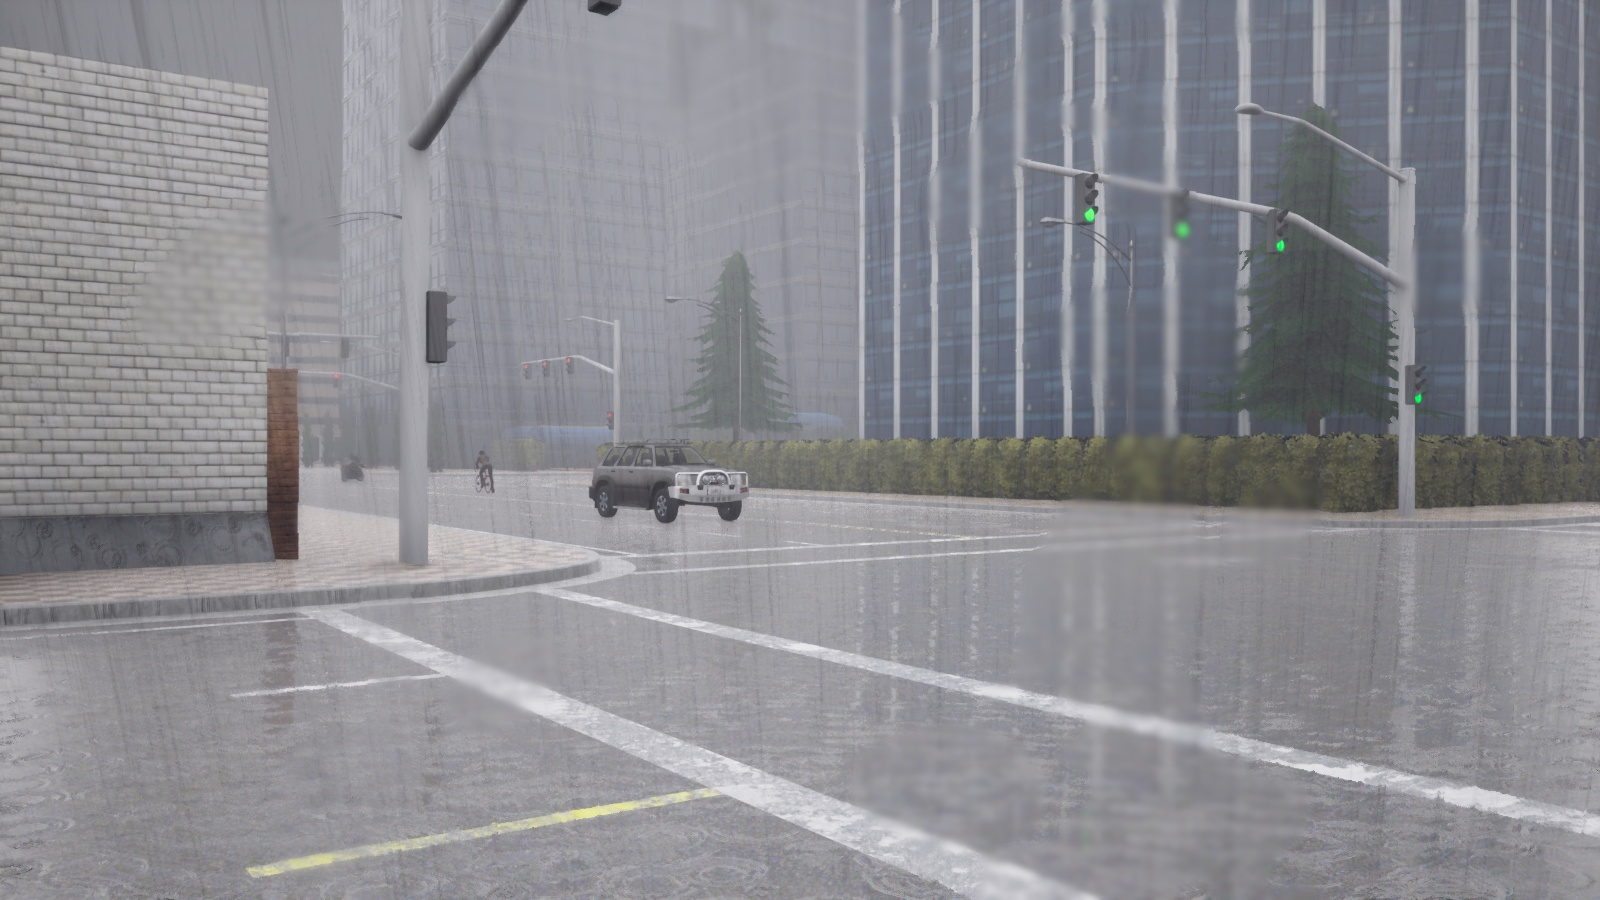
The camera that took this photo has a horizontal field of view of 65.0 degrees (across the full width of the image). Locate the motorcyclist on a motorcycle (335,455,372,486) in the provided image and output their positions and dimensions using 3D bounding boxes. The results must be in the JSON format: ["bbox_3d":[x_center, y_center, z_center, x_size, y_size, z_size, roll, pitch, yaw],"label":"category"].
[{"bbox_3d":[-22.500,1.038,63.286,0.866,1.530,2.191,1,0,7],"label":"motorcyclist on a motorcycle"}]

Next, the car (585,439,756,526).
[{"bbox_3d":[-3.097,0.695,29.092,1.932,1.855,4.605,0,0,-35],"label":"car"}]
